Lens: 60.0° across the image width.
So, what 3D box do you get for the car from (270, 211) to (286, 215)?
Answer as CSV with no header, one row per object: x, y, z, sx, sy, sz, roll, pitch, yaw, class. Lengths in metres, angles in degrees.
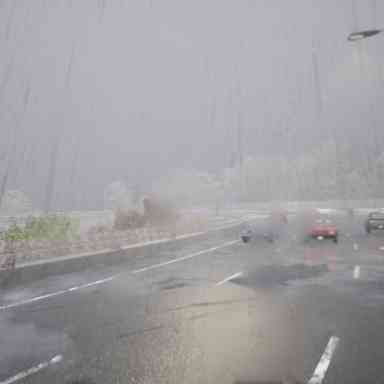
11.243,3.292,43.320,1.837,1.490,4.892,-1,-3,11,car

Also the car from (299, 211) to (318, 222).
14.342,3.088,40.899,1.882,1.535,5.008,-2,-3,12,car

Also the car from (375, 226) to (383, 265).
6.045,1.837,8.631,2.033,1.411,5.357,-3,-3,29,car

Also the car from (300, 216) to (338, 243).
8.262,2.425,21.183,1.895,1.301,4.718,-2,-3,23,car

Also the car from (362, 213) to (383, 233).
14.807,2.424,26.474,2.128,1.511,4.902,-2,-3,25,car

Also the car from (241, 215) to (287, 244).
4.620,2.461,21.475,2.033,1.411,5.357,-2,-3,23,car
